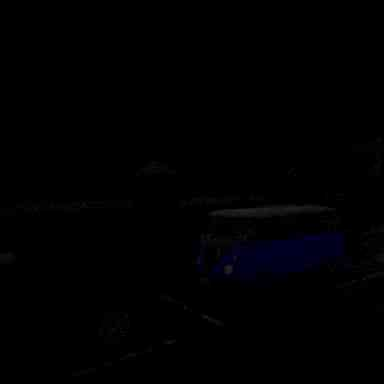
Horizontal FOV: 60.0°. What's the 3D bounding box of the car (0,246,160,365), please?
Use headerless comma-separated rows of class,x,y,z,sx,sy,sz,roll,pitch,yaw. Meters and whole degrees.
car,-2.628,1.538,4.659,4.507,1.381,1.887,-1,0,-36

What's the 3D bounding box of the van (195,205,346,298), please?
van,1.965,1.244,7.956,3.998,1.788,1.690,-1,0,-36
